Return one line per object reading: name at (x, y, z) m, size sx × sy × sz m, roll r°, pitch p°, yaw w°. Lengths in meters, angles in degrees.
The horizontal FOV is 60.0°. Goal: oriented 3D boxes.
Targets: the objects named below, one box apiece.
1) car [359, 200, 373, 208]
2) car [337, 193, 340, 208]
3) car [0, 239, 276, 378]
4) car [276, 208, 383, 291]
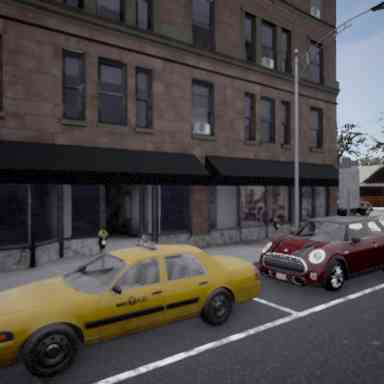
car at (14.122, 1.162, 31.719) m, size 2.150 × 2.045 × 5.566 m, roll 0°, pitch 0°, yaw -35°
car at (11.439, 1.182, 29.884) m, size 2.150 × 2.045 × 5.566 m, roll 0°, pitch 0°, yaw -35°
car at (-0.972, 1.513, 5.490) m, size 4.829 × 1.417 × 1.752 m, roll 0°, pitch 0°, yaw -35°
car at (3.665, 1.397, 8.784) m, size 4.097 × 1.590 × 1.967 m, roll 0°, pitch 0°, yaw -35°
